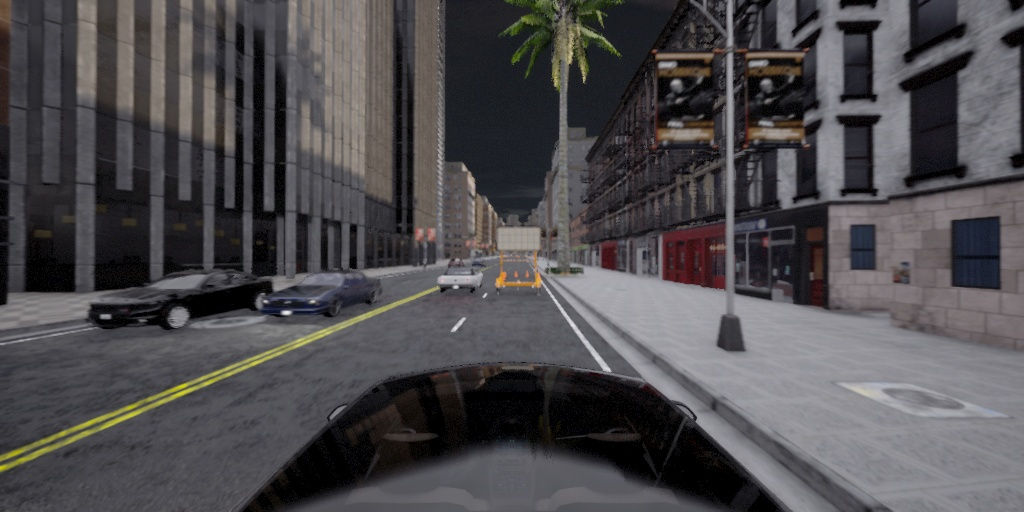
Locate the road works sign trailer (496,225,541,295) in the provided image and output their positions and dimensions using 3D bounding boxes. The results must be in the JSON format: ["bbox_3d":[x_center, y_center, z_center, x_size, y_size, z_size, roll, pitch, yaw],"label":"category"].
[{"bbox_3d":[0.361,0.140,19.219,2.380,3.560,2.880,0,0,2],"label":"road works sign trailer"}]

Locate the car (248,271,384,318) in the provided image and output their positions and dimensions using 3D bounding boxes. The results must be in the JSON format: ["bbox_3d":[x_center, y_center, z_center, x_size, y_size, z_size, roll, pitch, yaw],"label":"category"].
[{"bbox_3d":[-6.418,1.242,12.959,2.033,1.411,5.357,0,0,1],"label":"car"}]

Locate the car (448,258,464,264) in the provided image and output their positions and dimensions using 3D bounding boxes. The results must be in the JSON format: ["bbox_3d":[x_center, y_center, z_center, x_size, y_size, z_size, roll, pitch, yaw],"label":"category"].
[{"bbox_3d":[-8.415,1.031,53.954,1.812,1.442,4.674,0,0,2],"label":"car"}]

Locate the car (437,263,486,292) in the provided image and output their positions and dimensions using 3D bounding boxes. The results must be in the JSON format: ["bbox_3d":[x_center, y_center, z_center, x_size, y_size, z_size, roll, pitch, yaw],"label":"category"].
[{"bbox_3d":[-2.758,1.269,20.185,1.895,1.301,4.718,0,0,2],"label":"car"}]

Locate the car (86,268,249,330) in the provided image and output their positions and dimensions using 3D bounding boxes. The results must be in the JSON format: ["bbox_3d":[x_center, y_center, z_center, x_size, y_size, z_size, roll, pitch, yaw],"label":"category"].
[{"bbox_3d":[-9.708,1.176,11.108,1.882,1.535,5.008,0,0,1],"label":"car"}]

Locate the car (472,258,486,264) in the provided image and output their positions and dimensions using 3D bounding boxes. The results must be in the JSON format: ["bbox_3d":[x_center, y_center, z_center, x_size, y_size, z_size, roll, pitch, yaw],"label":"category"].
[{"bbox_3d":[-5.103,1.047,55.725,2.033,1.411,5.357,0,0,2],"label":"car"}]
